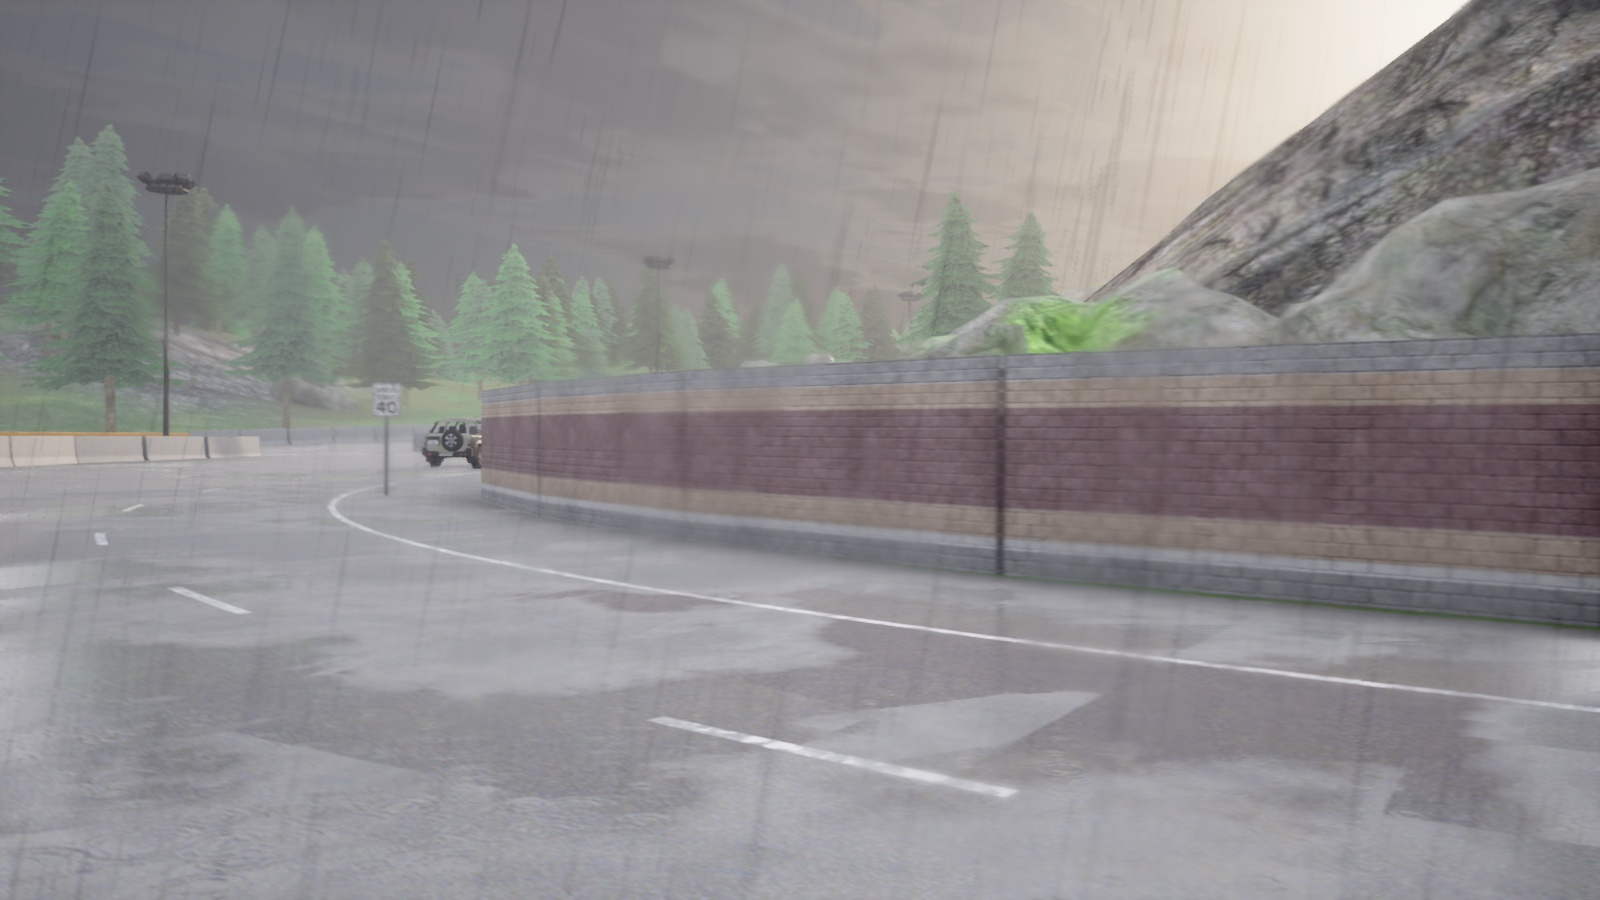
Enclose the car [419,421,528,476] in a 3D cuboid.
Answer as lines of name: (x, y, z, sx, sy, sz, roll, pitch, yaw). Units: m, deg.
car: (-11.904, -0.104, 46.103, 1.932, 1.855, 4.605, 0, 2, 12)
